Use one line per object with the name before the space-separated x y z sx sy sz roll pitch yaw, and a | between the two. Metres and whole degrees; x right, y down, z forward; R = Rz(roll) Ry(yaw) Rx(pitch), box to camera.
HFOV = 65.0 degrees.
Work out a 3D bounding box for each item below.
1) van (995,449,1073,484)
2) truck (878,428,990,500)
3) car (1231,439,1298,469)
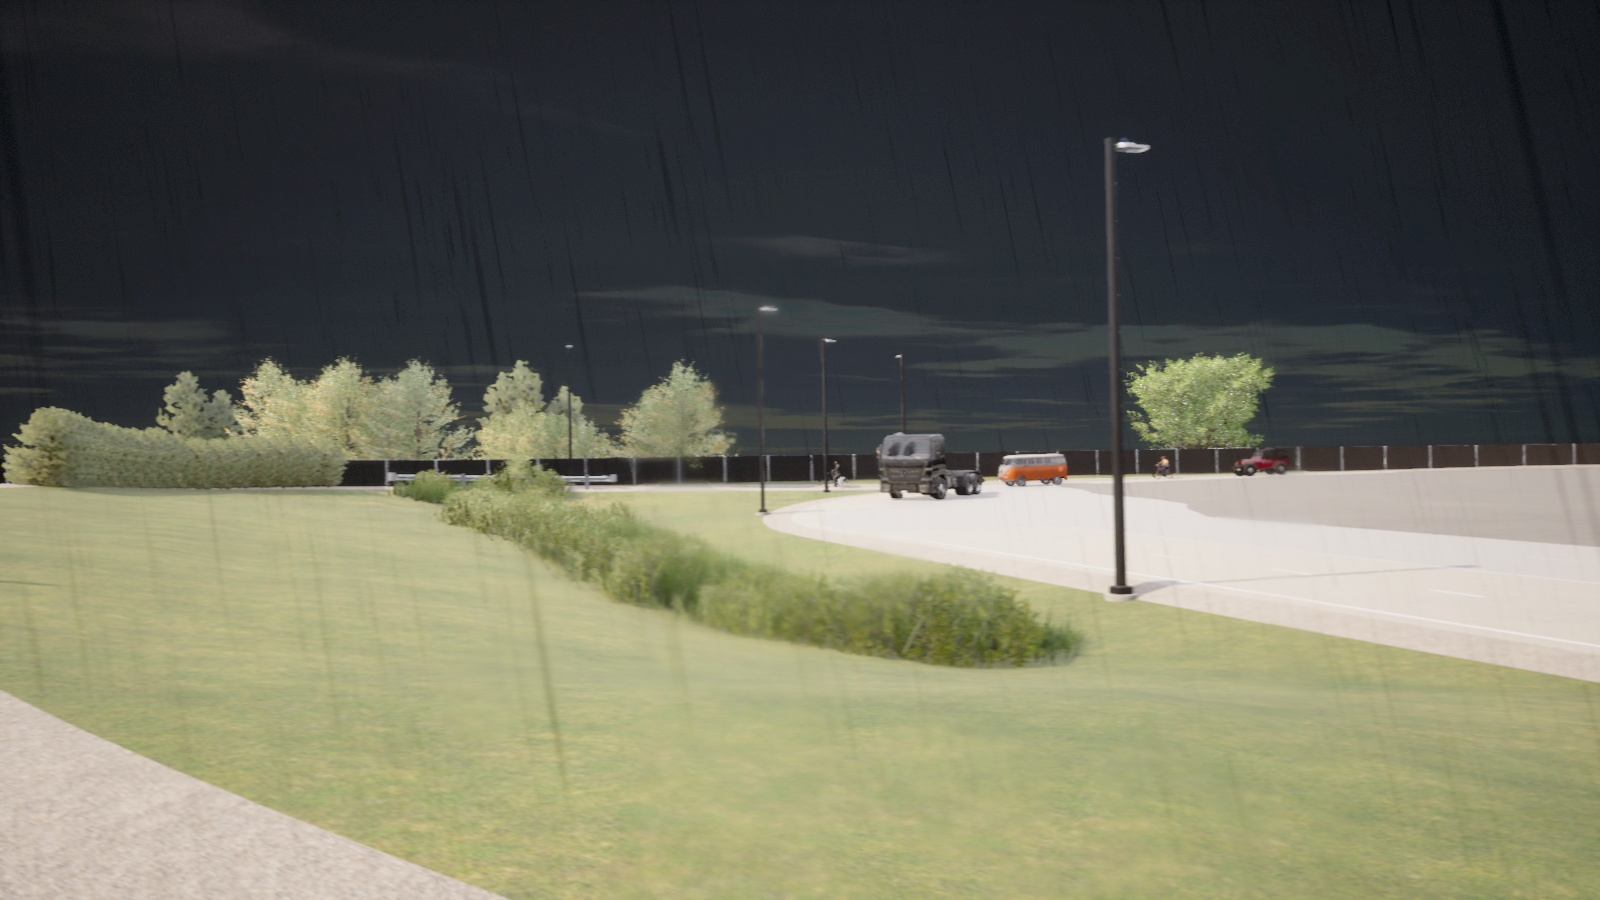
van | 14.775 1.030 79.325 4.442 1.987 1.775 -3 0 -18
truck | 7.237 0.656 66.707 2.891 3.462 7.936 -2 1 29
car | 32.350 0.287 87.546 3.866 1.878 1.905 -3 -1 -6
